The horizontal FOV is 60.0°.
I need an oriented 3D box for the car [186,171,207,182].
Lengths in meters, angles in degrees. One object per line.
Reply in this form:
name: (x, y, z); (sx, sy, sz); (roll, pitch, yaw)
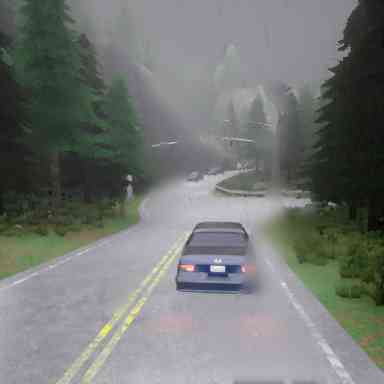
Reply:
car: (0.539, -2.563, 55.072); (1.837, 1.490, 4.892); (2, 10, 19)

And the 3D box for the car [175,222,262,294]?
car: (0.722, 1.498, 8.848); (2.033, 1.411, 5.357); (0, 0, 5)

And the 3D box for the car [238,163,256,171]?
car: (11.841, -5.473, 70.996); (4.892, 1.490, 1.837); (-9, 9, -36)

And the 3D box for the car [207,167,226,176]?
car: (4.606, -4.043, 63.618); (2.128, 1.511, 4.902); (4, 10, 36)
